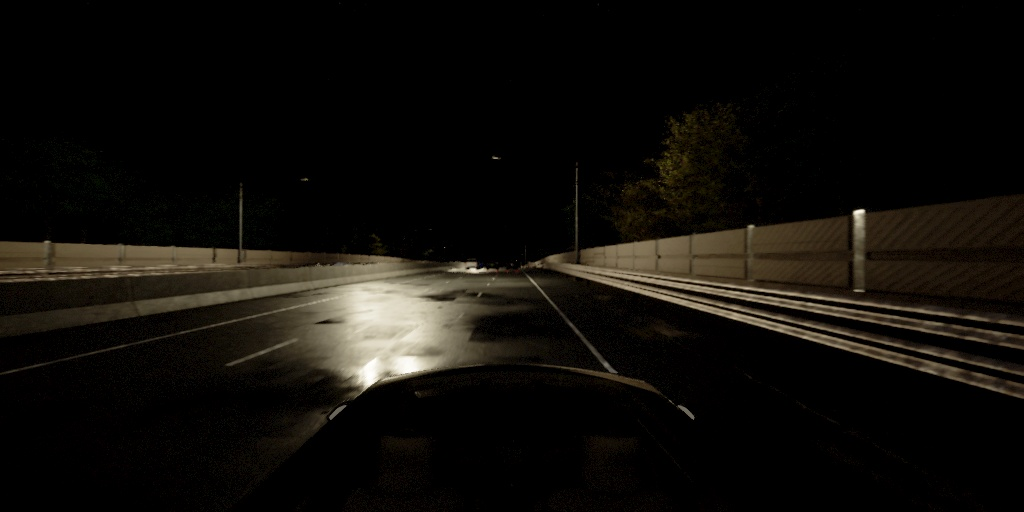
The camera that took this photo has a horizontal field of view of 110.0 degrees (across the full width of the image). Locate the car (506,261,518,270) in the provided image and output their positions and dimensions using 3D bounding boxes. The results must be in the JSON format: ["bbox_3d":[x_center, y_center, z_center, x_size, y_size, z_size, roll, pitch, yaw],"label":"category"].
[{"bbox_3d":[0.019,1.672,64.533,2.097,1.767,4.553,0,-1,0],"label":"car"}]

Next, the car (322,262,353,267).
[{"bbox_3d":[-21.041,1.508,44.825,2.128,1.511,4.902,0,-1,1],"label":"car"}]

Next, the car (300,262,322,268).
[{"bbox_3d":[-24.543,1.518,44.640,1.837,1.490,4.892,0,0,0],"label":"car"}]

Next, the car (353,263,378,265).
[{"bbox_3d":[-17.546,1.540,44.570,1.812,1.442,4.674,0,-1,0],"label":"car"}]

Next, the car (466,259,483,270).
[{"bbox_3d":[-6.981,1.535,64.181,2.150,2.045,5.566,0,-1,0],"label":"car"}]

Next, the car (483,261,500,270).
[{"bbox_3d":[-3.481,1.671,64.501,2.097,1.767,4.553,0,-1,0],"label":"car"}]
